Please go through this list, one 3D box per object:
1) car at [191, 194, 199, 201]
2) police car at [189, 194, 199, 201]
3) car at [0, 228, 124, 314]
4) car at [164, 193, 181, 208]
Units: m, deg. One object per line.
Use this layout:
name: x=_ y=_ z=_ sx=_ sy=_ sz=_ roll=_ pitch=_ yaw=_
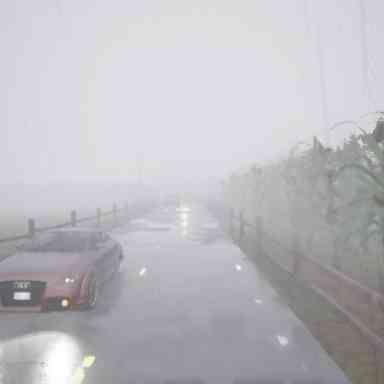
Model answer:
car: x=0.824 y=1.437 z=90.882 sx=2.097 sy=1.767 sz=4.553 roll=0 pitch=0 yaw=0
police car: x=0.825 y=1.458 z=81.020 sx=1.930 sy=1.638 sz=5.238 roll=0 pitch=0 yaw=0
car: x=-2.849 y=1.548 z=7.565 sx=1.994 sy=1.385 sz=4.181 roll=0 pitch=0 yaw=0
car: x=-2.830 y=1.160 z=48.427 sx=2.150 sy=2.045 sz=5.566 roll=0 pitch=0 yaw=0
